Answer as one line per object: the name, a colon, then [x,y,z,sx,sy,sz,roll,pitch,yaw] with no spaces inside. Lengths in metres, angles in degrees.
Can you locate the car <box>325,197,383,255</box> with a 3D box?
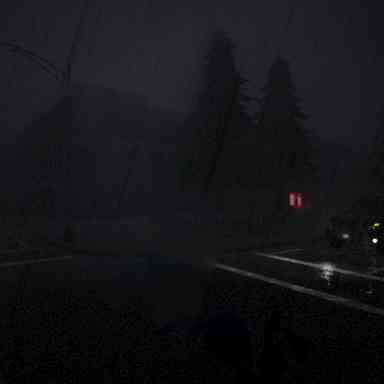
car: [7.795,1.248,13.692,5.566,2.045,2.150,0,0,-36]
